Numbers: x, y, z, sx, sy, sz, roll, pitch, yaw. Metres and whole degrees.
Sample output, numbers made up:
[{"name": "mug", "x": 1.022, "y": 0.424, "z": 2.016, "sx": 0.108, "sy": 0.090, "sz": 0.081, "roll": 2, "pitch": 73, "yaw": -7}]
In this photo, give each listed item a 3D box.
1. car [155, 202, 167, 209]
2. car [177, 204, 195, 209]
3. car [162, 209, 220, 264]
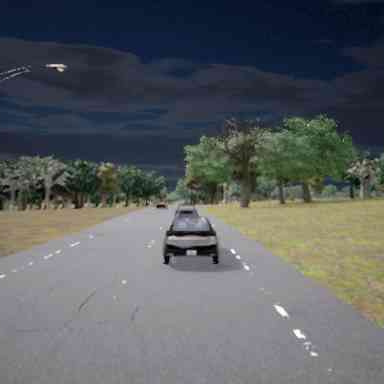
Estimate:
[{"name": "car", "x": -5.375, "y": 2.377, "z": 58.566, "sx": 1.895, "sy": 1.301, "sz": 4.718, "roll": 0, "pitch": -1, "yaw": -2}, {"name": "car", "x": -0.492, "y": 1.773, "z": 27.421, "sx": 1.837, "sy": 1.490, "sz": 4.892, "roll": 0, "pitch": 0, "yaw": -2}, {"name": "car", "x": -0.043, "y": 1.625, "z": 12.379, "sx": 2.128, "sy": 1.511, "sz": 4.902, "roll": 0, "pitch": 0, "yaw": -1}]
